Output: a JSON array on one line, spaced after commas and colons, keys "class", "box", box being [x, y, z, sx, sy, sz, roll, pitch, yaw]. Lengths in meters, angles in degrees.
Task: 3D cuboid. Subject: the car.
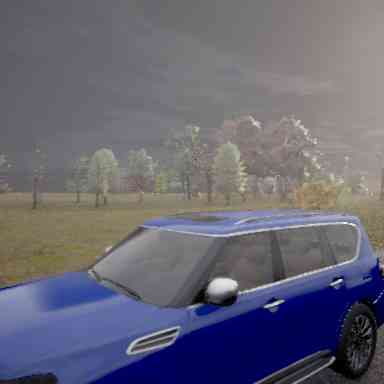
[{"class": "car", "box": [0.232, 1.279, 4.032, 5.566, 2.045, 2.150, 1, -1, -37]}]
